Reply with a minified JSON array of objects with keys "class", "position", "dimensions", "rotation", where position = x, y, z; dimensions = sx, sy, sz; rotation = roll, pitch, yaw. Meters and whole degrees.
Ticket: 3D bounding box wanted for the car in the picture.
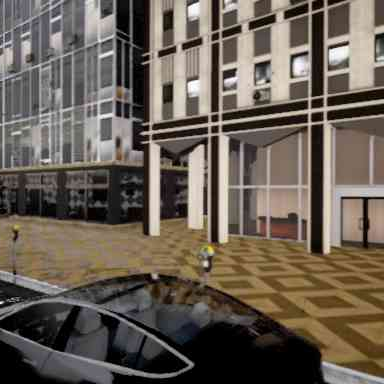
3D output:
[{"class":"car","position":[-0.866,1.565,3.490],"dimensions":[4.313,1.339,1.947],"rotation":[0,0,36]}]
